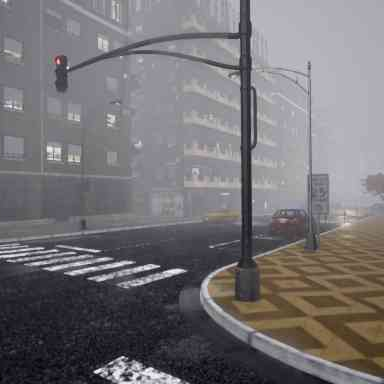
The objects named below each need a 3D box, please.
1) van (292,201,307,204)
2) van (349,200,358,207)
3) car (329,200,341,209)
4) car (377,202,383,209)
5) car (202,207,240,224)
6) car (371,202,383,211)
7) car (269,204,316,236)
[{"bbox_3d":[15.711,2.173,48.562,1.690,1.788,3.998,-2,-2,35],"label":"van"},{"bbox_3d":[41.597,2.881,85.609,1.690,1.788,3.998,-2,-2,35],"label":"van"},{"bbox_3d":[28.672,2.501,67.074,2.192,1.841,5.009,-2,-2,35],"label":"car"},{"bbox_3d":[38.727,2.744,66.930,2.008,1.369,4.403,-2,-2,35],"label":"car"},{"bbox_3d":[2.655,2.001,29.906,1.752,1.417,4.829,-2,-2,35],"label":"car"},{"bbox_3d":[32.247,2.582,57.674,1.947,1.339,4.313,-2,-2,35],"label":"car"},{"bbox_3d":[6.324,1.750,20.656,1.967,1.590,4.097,-2,-2,35],"label":"car"}]
